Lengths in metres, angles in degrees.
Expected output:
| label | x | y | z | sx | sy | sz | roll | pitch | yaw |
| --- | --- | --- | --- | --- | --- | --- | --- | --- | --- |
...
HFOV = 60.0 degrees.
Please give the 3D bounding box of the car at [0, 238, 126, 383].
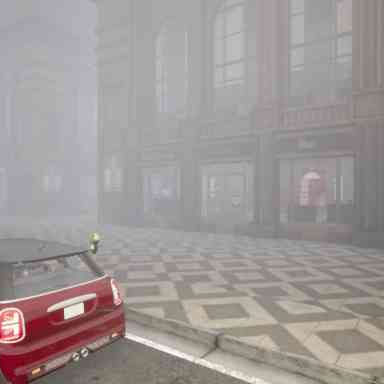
| label | x | y | z | sx | sy | sz | roll | pitch | yaw |
| --- | --- | --- | --- | --- | --- | --- | --- | --- | --- |
| car | -2.983 | 1.440 | 5.092 | 4.097 | 1.590 | 1.967 | 0 | 0 | 36 |
